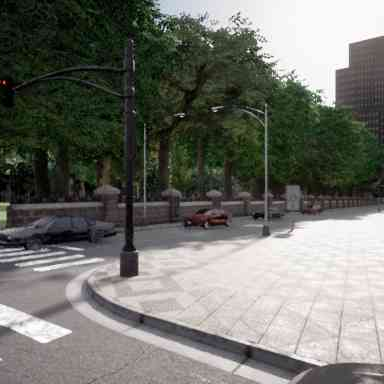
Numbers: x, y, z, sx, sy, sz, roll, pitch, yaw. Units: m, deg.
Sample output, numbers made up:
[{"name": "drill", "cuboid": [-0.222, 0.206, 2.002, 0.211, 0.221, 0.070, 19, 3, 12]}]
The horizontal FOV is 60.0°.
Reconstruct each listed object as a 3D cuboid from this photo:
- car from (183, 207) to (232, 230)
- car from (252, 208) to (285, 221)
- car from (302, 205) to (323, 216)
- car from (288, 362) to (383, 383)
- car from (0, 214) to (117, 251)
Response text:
[{"name": "car", "cuboid": [1.265, 1.940, 25.234, 1.882, 1.535, 5.008, 0, -1, 35]}, {"name": "car", "cuboid": [8.009, 2.307, 34.770, 1.895, 1.301, 4.718, 0, -1, 35]}, {"name": "car", "cuboid": [17.298, 2.565, 47.752, 1.882, 1.535, 5.008, 0, -1, 35]}, {"name": "car", "cuboid": [2.371, 1.551, 1.272, 4.403, 1.369, 2.008, 0, 0, 36]}, {"name": "car", "cuboid": [-6.072, 1.761, 15.405, 2.033, 1.411, 5.357, 0, -1, 40]}]
